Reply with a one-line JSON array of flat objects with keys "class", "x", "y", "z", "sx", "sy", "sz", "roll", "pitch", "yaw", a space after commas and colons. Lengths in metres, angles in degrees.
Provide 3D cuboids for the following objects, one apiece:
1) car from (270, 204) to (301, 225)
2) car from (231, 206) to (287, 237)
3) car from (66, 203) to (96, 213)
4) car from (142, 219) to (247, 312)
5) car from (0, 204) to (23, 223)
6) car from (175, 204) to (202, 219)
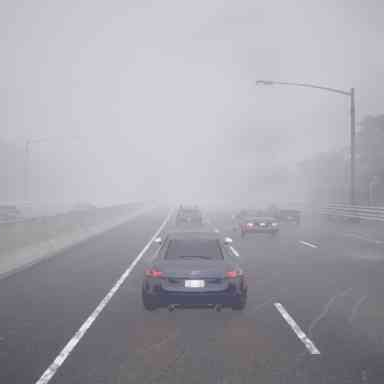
[{"class": "car", "x": 6.722, "y": 1.641, "z": 25.555, "sx": 1.882, "sy": 1.535, "sz": 5.008, "roll": 0, "pitch": -1, "yaw": -2}, {"class": "car", "x": 3.376, "y": 1.637, "z": 18.568, "sx": 2.033, "sy": 1.411, "sz": 5.357, "roll": 0, "pitch": -1, "yaw": -1}, {"class": "car", "x": -11.229, "y": 1.809, "z": 34.185, "sx": 2.033, "sy": 1.411, "sz": 5.357, "roll": 0, "pitch": -1, "yaw": -2}, {"class": "car", "x": 0.032, "y": 1.574, "z": 7.804, "sx": 1.994, "sy": 1.385, "sz": 4.181, "roll": 0, "pitch": 0, "yaw": 0}, {"class": "car", "x": -14.469, "y": 1.666, "z": 24.871, "sx": 1.837, "sy": 1.490, "sz": 4.892, "roll": 0, "pitch": -1, "yaw": -1}, {"class": "car", "x": -0.256, "y": 1.647, "z": 24.612, "sx": 2.128, "sy": 1.511, "sz": 4.902, "roll": 0, "pitch": -1, "yaw": -1}]
